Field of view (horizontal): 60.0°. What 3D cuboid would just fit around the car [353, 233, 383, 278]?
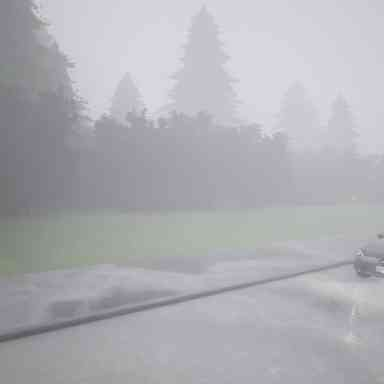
[{"bbox_3d":[6.360,1.583,9.146,4.674,1.442,1.812,1,0,-36],"label":"car"}]
